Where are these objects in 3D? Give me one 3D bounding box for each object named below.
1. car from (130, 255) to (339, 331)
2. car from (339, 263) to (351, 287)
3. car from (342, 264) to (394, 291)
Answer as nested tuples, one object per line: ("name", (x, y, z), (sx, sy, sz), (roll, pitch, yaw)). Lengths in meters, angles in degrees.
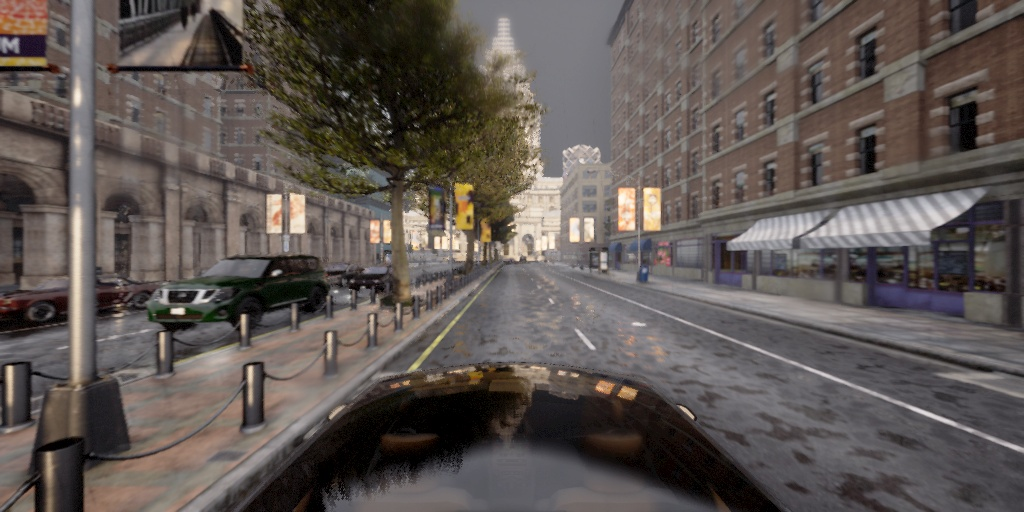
("car", (-8.028, 0.971, 11.393), (2.150, 2.045, 5.566), (0, 0, 0))
("car", (-11.516, 1.258, 24.280), (2.128, 1.511, 4.902), (0, 0, 0))
("car", (-8.014, 1.297, 22.000), (2.033, 1.411, 5.357), (0, 0, 0))
